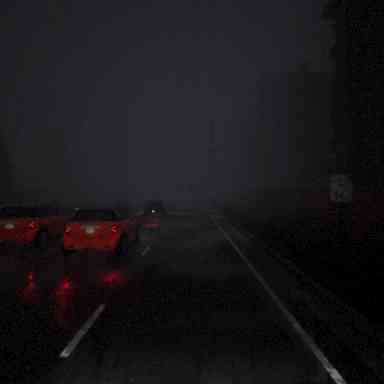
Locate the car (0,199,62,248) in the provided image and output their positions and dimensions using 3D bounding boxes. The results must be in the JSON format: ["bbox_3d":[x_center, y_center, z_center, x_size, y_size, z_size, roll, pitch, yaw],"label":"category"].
[{"bbox_3d":[-6.898,1.321,14.769,2.097,1.767,4.553,0,0,0],"label":"car"}]

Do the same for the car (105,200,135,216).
[{"bbox_3d":[-6.897,1.497,32.146,1.994,1.385,4.181,0,0,0],"label":"car"}]

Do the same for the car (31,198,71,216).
[{"bbox_3d":[-13.896,1.409,33.090,1.882,1.535,5.008,0,0,0],"label":"car"}]

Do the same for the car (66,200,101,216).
[{"bbox_3d":[-10.397,1.497,32.146,1.994,1.385,4.181,0,0,0],"label":"car"}]

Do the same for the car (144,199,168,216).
[{"bbox_3d":[-3.395,1.439,31.595,1.837,1.490,4.892,0,0,0],"label":"car"}]

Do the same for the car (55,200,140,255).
[{"bbox_3d":[-3.398,1.323,13.237,2.097,1.767,4.553,0,0,0],"label":"car"}]

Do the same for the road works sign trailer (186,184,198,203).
[{"bbox_3d":[0.007,0.331,63.558,2.380,3.560,2.880,0,0,0],"label":"road works sign trailer"}]
